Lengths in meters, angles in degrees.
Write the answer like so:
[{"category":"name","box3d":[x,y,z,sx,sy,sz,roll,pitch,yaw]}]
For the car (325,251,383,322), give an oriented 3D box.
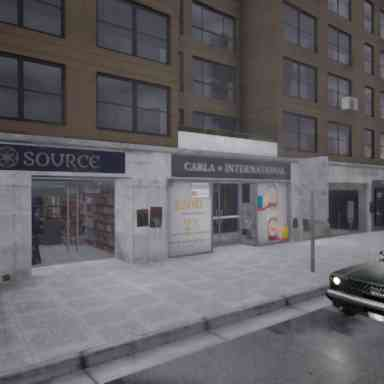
[{"category":"car","box3d":[4.639,1.599,6.324,4.718,1.301,1.895,0,0,-35]}]
